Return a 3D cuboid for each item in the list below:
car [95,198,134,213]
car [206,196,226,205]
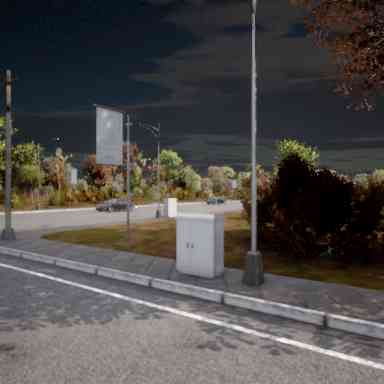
[{"bbox_3d":[-8.547,1.456,37.146,1.837,1.490,4.892,0,0,32],"label":"car"},{"bbox_3d":[4.170,1.456,56.976,1.837,1.490,4.892,0,-1,33],"label":"car"}]
